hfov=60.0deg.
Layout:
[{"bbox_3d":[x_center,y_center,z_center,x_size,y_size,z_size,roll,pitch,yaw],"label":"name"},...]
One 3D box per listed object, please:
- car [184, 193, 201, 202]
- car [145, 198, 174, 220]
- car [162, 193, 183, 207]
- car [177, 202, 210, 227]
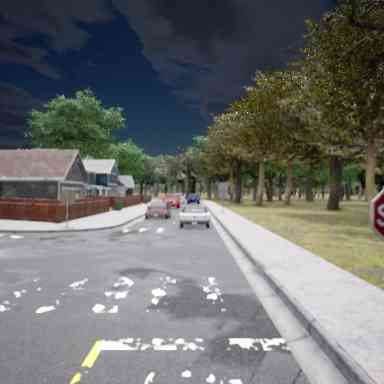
[{"bbox_3d":[0.266,1.210,57.140,2.150,2.045,5.566,0,0,1],"label":"car"},{"bbox_3d":[-2.746,1.500,27.659,1.812,1.442,4.674,0,0,0],"label":"car"},{"bbox_3d":[-2.681,1.198,44.037,2.150,2.045,5.566,0,0,0],"label":"car"},{"bbox_3d":[0.184,1.577,22.302,1.895,1.301,4.718,0,0,0],"label":"car"}]
